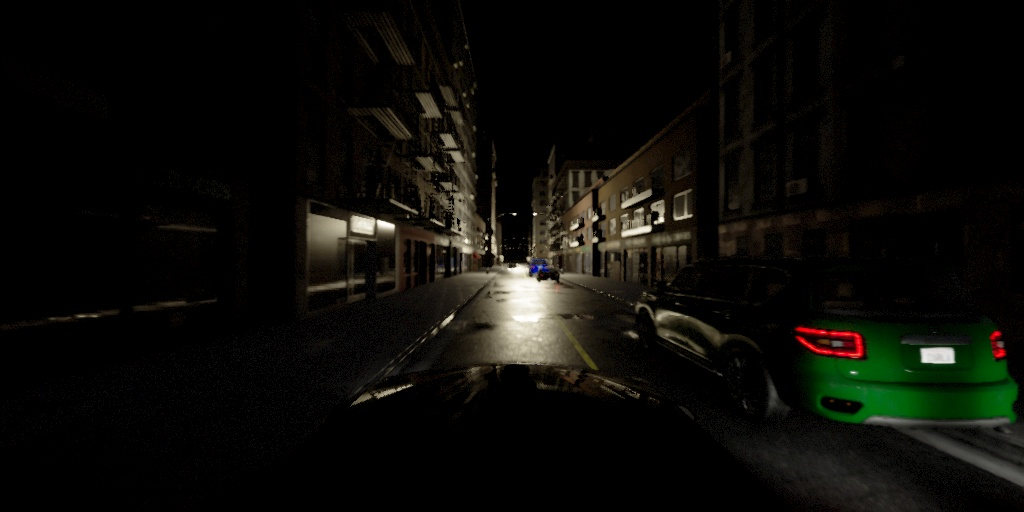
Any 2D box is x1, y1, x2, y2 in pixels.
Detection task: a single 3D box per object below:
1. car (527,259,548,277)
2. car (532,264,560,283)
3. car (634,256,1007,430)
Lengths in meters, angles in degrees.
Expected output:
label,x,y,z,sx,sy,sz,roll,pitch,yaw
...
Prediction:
label,x,y,z,sx,sy,sz,roll,pitch,yaw
car,3.076,1.407,42.485,2.150,2.045,5.566,0,0,0
car,3.107,1.667,32.014,1.895,1.301,4.718,0,-1,1
car,3.903,1.030,5.966,2.150,2.045,5.566,0,-1,0
